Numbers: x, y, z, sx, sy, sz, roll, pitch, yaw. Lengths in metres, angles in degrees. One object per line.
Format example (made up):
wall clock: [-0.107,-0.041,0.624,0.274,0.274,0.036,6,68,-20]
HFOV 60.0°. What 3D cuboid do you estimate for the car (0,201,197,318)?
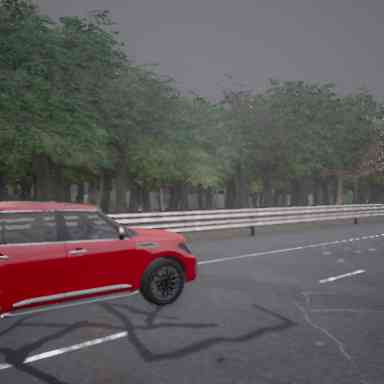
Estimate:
car: [-2.548,1.188,6.235,5.566,2.045,2.150,0,0,-36]
